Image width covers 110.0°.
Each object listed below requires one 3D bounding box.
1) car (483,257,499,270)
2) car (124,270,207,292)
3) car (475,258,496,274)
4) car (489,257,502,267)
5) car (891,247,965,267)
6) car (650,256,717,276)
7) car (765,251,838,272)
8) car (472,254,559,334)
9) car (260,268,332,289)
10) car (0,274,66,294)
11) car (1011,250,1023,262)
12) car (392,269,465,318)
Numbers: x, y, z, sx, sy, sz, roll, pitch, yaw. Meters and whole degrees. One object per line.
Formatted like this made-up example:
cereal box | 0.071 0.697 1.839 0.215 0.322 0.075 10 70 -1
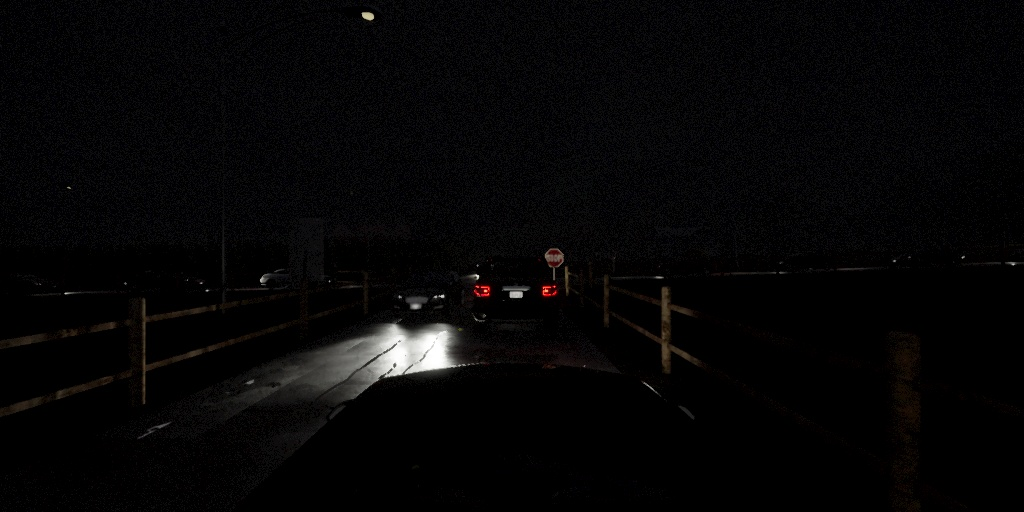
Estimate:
car | -2.951 1.067 51.787 2.097 1.767 4.553 0 0 0
car | -24.774 1.754 25.743 4.902 1.511 2.128 -1 -2 0
car | -2.942 1.081 41.263 2.097 1.767 4.553 0 0 0
car | -2.951 1.054 64.016 2.097 1.767 4.553 0 0 0
car | 33.221 0.039 28.854 4.902 1.511 2.128 -2 -2 0
car | 13.674 0.777 28.776 5.008 1.535 1.882 -2 -2 -1
car | 23.152 0.416 28.829 5.008 1.535 1.882 -2 -2 0
car | 0.060 0.975 10.842 2.150 2.045 5.566 0 0 -1
car | -15.445 1.589 25.763 4.674 1.442 1.812 -1 -2 0
car | -35.099 1.997 25.722 4.674 1.442 1.812 -1 -2 0
car | 43.376 -0.327 28.848 4.674 1.442 1.812 -2 -2 0
car | -2.883 1.245 13.173 2.128 1.511 4.902 0 0 0
